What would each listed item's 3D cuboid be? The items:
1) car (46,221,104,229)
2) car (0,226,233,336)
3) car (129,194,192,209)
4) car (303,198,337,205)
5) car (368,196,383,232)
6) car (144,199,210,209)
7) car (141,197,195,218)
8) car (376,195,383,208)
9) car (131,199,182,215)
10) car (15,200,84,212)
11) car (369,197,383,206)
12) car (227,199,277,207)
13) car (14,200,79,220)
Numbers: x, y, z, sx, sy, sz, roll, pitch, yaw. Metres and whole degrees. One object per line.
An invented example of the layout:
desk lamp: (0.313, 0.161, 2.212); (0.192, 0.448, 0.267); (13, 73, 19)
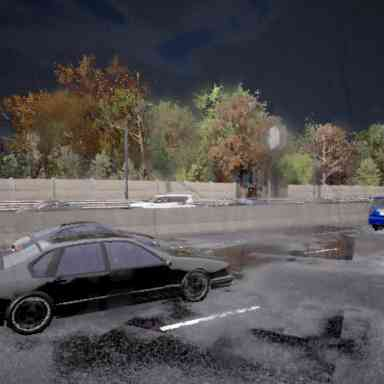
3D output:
car: (-3.051, 1.564, 9.919); (4.181, 1.385, 1.994); (0, 0, -30)
car: (-1.794, 1.547, 6.603); (5.357, 1.411, 2.033); (0, 0, -30)
car: (-2.361, 1.221, 26.756); (5.566, 2.045, 2.150); (0, 0, -30)
car: (15.930, 1.494, 41.464); (4.902, 1.511, 2.128); (0, 0, -30)
car: (12.393, 1.221, 18.920); (5.566, 2.045, 2.150); (0, 0, -30)
car: (-0.556, 1.491, 23.757); (4.902, 1.511, 2.128); (0, 0, -30)
car: (-2.212, 1.352, 30.893); (4.553, 1.767, 2.097); (0, 0, -30)
car: (29.698, 1.366, 49.471); (4.553, 1.767, 2.097); (0, 0, -30)
car: (-3.574, 1.505, 34.151); (4.892, 1.490, 1.837); (0, 0, -31)
car: (-10.916, 1.492, 25.823); (4.902, 1.511, 2.128); (0, 0, -30)
car: (31.566, 1.569, 54.577); (5.357, 1.411, 2.033); (0, 0, -30)
car: (6.866, 1.548, 36.185); (5.357, 1.411, 2.033); (0, 0, -30)
car: (-12.569, 1.478, 28.911); (5.008, 1.535, 1.882); (0, 0, -30)
